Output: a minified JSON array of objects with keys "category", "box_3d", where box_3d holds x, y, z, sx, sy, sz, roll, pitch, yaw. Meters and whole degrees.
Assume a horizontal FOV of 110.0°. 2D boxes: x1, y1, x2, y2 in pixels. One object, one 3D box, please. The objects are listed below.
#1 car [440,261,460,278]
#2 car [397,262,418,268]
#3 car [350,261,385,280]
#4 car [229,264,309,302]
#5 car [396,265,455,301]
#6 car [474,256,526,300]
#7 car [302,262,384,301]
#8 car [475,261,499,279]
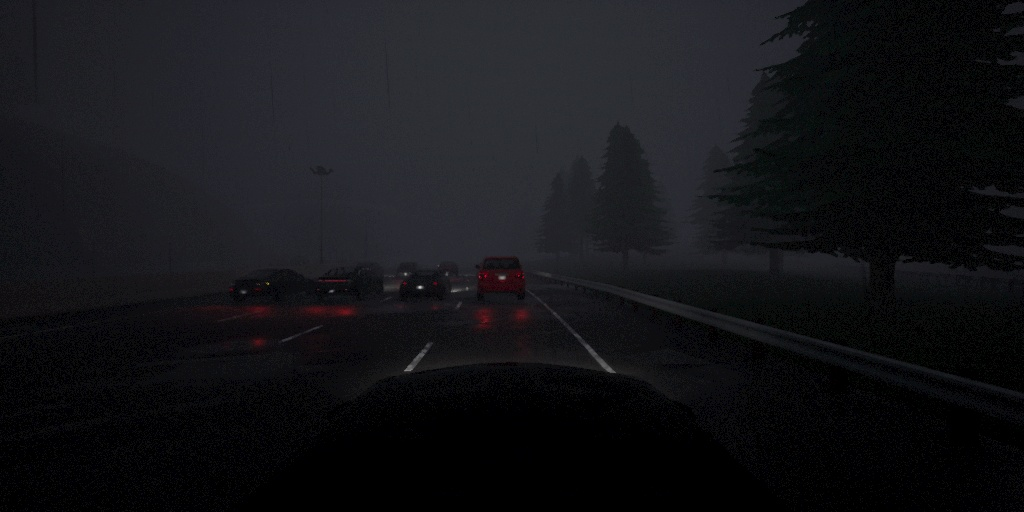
[{"category":"car","box_3d":[-5.897,1.232,33.227,1.882,1.535,5.008,0,0,-9]},{"category":"car","box_3d":[-9.358,1.264,32.701,1.837,1.490,4.892,0,0,-9]},{"category":"car","box_3d":[-12.818,1.264,32.175,1.837,1.490,4.892,0,0,-9]},{"category":"car","box_3d":[-11.080,1.280,16.881,1.812,1.442,4.674,0,0,-4]},{"category":"car","box_3d":[-4.100,1.319,17.409,1.994,1.385,4.181,0,0,-4]},{"category":"car","box_3d":[-0.612,1.005,17.702,2.150,2.045,5.566,0,0,-4]},{"category":"car","box_3d":[-7.590,1.242,17.145,2.128,1.511,4.902,0,0,-4]},{"category":"car","box_3d":[-2.437,1.264,33.753,1.837,1.490,4.892,0,0,-9]}]
